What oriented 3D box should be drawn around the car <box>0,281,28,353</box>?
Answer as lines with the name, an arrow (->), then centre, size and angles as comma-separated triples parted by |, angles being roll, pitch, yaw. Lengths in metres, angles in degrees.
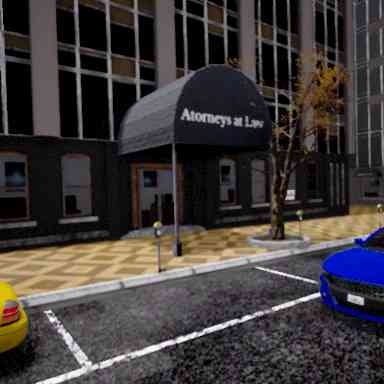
car -> -4.433, 1.557, 3.434 | 4.829, 1.417, 1.752 | -1, 0, -35

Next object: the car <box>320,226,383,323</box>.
car -> 4.558, 1.338, 6.552 | 5.008, 1.535, 1.882 | -1, 1, -35
